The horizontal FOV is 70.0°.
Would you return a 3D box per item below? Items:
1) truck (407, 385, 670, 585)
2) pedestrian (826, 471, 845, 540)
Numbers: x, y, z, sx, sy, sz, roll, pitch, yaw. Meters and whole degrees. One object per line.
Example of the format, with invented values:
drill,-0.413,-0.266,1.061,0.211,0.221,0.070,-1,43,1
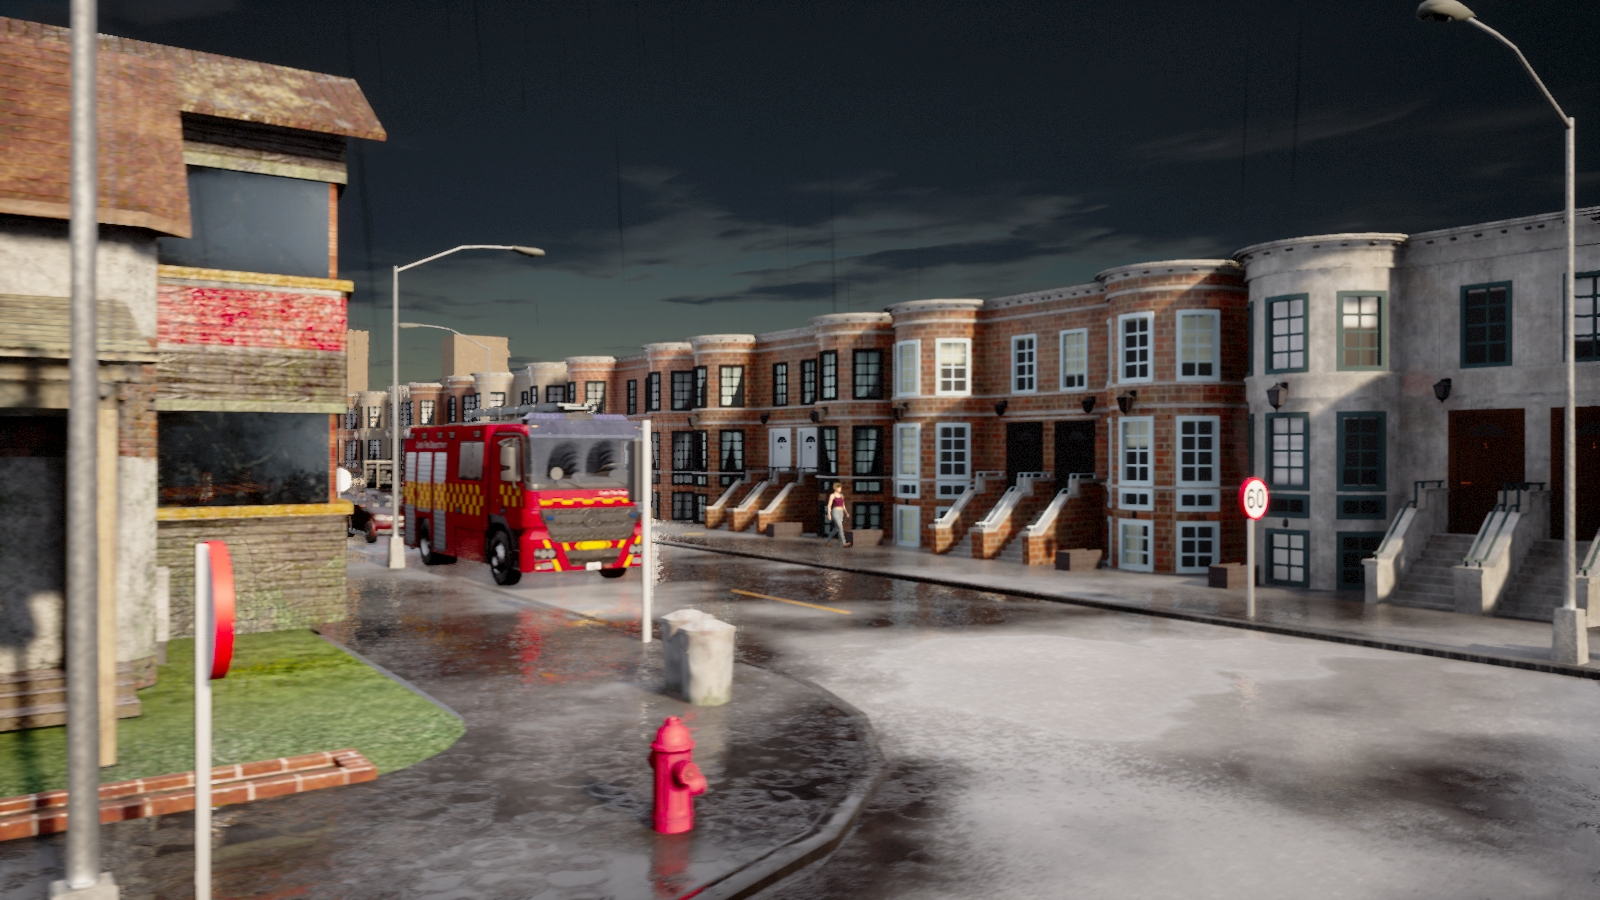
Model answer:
truck,-6.282,0.671,26.090,2.891,3.827,8.468,0,0,-35
pedestrian,0.965,1.523,31.377,0.375,1.860,0.375,0,0,-39
